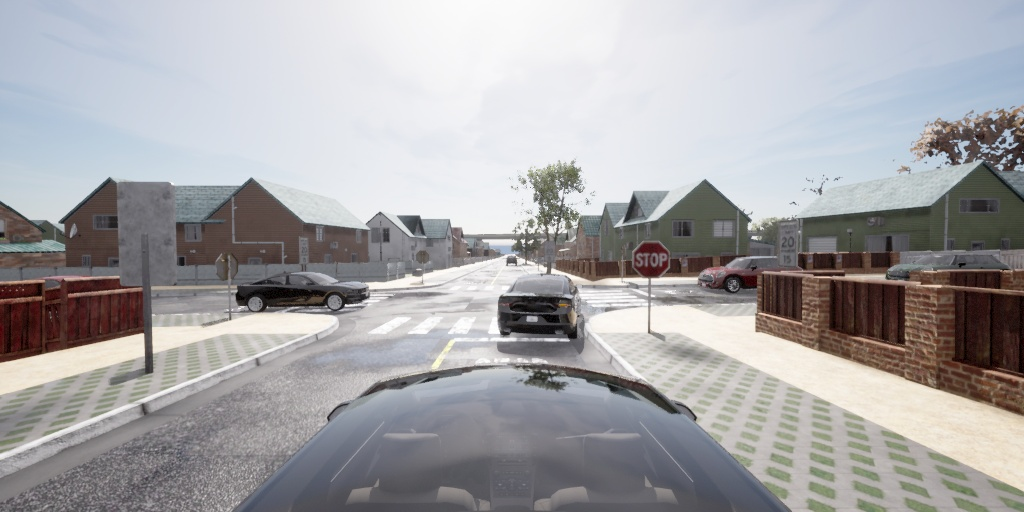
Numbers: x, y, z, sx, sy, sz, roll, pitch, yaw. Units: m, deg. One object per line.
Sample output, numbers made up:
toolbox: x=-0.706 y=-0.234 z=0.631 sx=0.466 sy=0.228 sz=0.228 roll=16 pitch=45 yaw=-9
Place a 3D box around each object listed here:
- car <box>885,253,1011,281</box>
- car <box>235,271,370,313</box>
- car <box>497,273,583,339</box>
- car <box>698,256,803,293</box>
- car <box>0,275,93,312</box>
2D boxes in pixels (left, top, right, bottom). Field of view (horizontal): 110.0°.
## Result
car: x=21.688 y=0.646 z=17.938 sx=4.553 sy=1.767 sz=2.097 roll=-1 pitch=2 yaw=0
car: x=-8.479 y=1.376 z=14.760 sx=5.008 sy=1.535 sz=1.882 roll=-1 pitch=2 yaw=0
car: x=0.951 y=1.224 z=10.241 sx=1.882 sy=1.535 sz=5.008 roll=0 pitch=0 yaw=12
car: x=11.794 y=0.820 z=17.859 sx=4.553 sy=1.767 sz=2.097 roll=-1 pitch=2 yaw=0
car: x=-18.032 y=1.546 z=14.689 sx=5.008 sy=1.535 sz=1.882 roll=-1 pitch=2 yaw=0
